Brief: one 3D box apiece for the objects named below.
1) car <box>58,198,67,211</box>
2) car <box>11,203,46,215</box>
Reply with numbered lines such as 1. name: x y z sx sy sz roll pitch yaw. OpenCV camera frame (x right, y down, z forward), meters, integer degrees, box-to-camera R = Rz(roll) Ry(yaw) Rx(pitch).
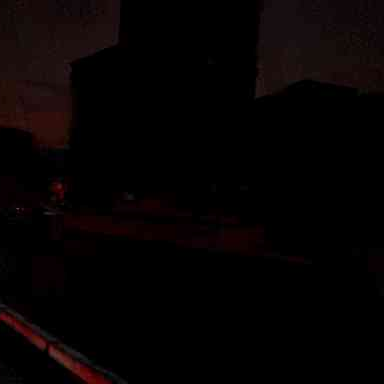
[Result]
1. car: -18.270 2.048 51.825 2.150 2.045 5.566 5 -1 19
2. car: -19.813 2.013 40.529 2.033 1.411 5.357 4 -1 3
